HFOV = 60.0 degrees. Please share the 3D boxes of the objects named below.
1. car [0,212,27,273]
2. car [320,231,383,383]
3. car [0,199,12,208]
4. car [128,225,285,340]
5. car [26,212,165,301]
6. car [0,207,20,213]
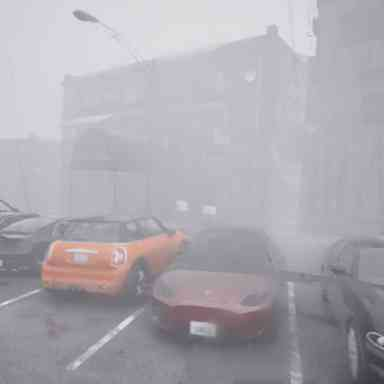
[{"bbox_3d":[-3.986,1.463,10.276,2.231,1.521,4.892,0,-1,15],"label":"car"},{"bbox_3d":[3.191,1.472,5.184,2.097,1.535,5.008,1,0,16],"label":"car"},{"bbox_3d":[-8.768,1.234,13.708,2.435,2.045,5.566,0,-1,15],"label":"car"},{"bbox_3d":[0.795,1.493,6.850,2.163,1.488,4.792,1,-1,16],"label":"car"},{"bbox_3d":[-1.604,1.332,8.555,2.185,1.767,4.553,0,-1,15],"label":"car"},{"bbox_3d":[-6.383,1.469,11.976,2.231,1.521,4.892,0,-1,15],"label":"car"}]
